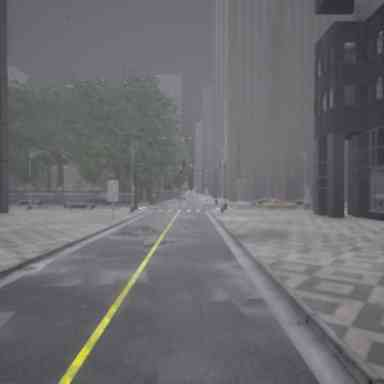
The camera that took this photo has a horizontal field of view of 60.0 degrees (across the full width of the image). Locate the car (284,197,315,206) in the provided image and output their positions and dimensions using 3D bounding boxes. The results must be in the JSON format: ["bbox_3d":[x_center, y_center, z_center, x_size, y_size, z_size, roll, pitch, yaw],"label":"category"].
[{"bbox_3d":[17.135,1.549,53.162,4.313,1.339,1.947,0,1,0],"label":"car"}]

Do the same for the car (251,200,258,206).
[{"bbox_3d":[11.622,1.527,53.190,4.403,1.369,2.008,0,1,0],"label":"car"}]

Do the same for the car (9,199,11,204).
[{"bbox_3d":[-31.411,1.504,53.416,4.403,1.369,2.008,0,1,0],"label":"car"}]

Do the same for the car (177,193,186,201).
[{"bbox_3d":[-3.028,1.400,93.712,2.150,2.045,5.566,0,0,0],"label":"car"}]

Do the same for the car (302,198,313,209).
[{"bbox_3d":[17.099,1.682,44.638,4.403,1.369,2.008,0,1,0],"label":"car"}]

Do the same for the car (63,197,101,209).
[{"bbox_3d":[-15.078,1.669,44.806,4.313,1.339,1.947,0,1,0],"label":"car"}]

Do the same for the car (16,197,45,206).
[{"bbox_3d":[-25.955,1.519,53.387,4.313,1.339,1.947,0,1,0],"label":"car"}]

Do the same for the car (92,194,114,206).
[{"bbox_3d":[-15.042,1.270,53.325,5.009,1.841,2.192,0,1,0],"label":"car"}]

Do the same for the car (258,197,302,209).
[{"bbox_3d":[11.757,1.650,44.665,4.829,1.417,1.752,0,1,0],"label":"car"}]
